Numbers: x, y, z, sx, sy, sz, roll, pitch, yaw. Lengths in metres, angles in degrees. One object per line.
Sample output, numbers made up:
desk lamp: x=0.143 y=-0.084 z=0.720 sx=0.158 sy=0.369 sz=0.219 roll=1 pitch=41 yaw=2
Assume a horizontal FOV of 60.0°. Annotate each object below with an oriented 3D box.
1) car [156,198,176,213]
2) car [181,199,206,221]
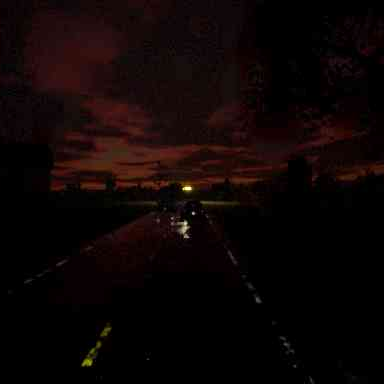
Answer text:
car: x=-2.834 y=1.488 z=37.105 sx=1.837 sy=1.490 sz=4.892 roll=0 pitch=0 yaw=0
car: x=0.106 y=1.555 z=26.759 sx=1.994 sy=1.385 sz=4.181 roll=0 pitch=0 yaw=0
